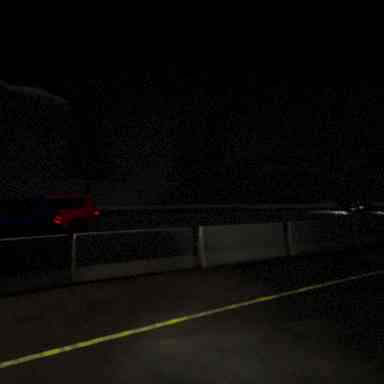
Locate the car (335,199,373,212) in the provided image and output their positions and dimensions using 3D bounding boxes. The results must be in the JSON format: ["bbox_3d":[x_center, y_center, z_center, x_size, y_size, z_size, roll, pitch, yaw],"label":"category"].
[{"bbox_3d":[18.236,1.492,37.463,4.181,1.385,1.994,0,0,-23],"label":"car"}]

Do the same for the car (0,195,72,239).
[{"bbox_3d":[-7.403,1.186,11.521,5.566,2.045,2.150,0,0,-35],"label":"car"}]

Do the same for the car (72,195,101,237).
[{"bbox_3d":[-7.220,1.176,15.867,5.566,2.045,2.150,0,0,-34],"label":"car"}]
